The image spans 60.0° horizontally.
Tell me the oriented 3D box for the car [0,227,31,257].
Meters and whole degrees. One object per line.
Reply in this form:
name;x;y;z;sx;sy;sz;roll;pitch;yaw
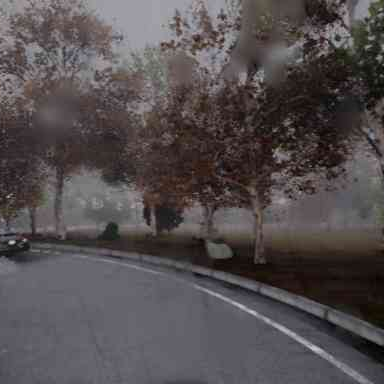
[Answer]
car;-9.372;2.105;14.082;5.357;1.411;2.033;-2;-1;24
